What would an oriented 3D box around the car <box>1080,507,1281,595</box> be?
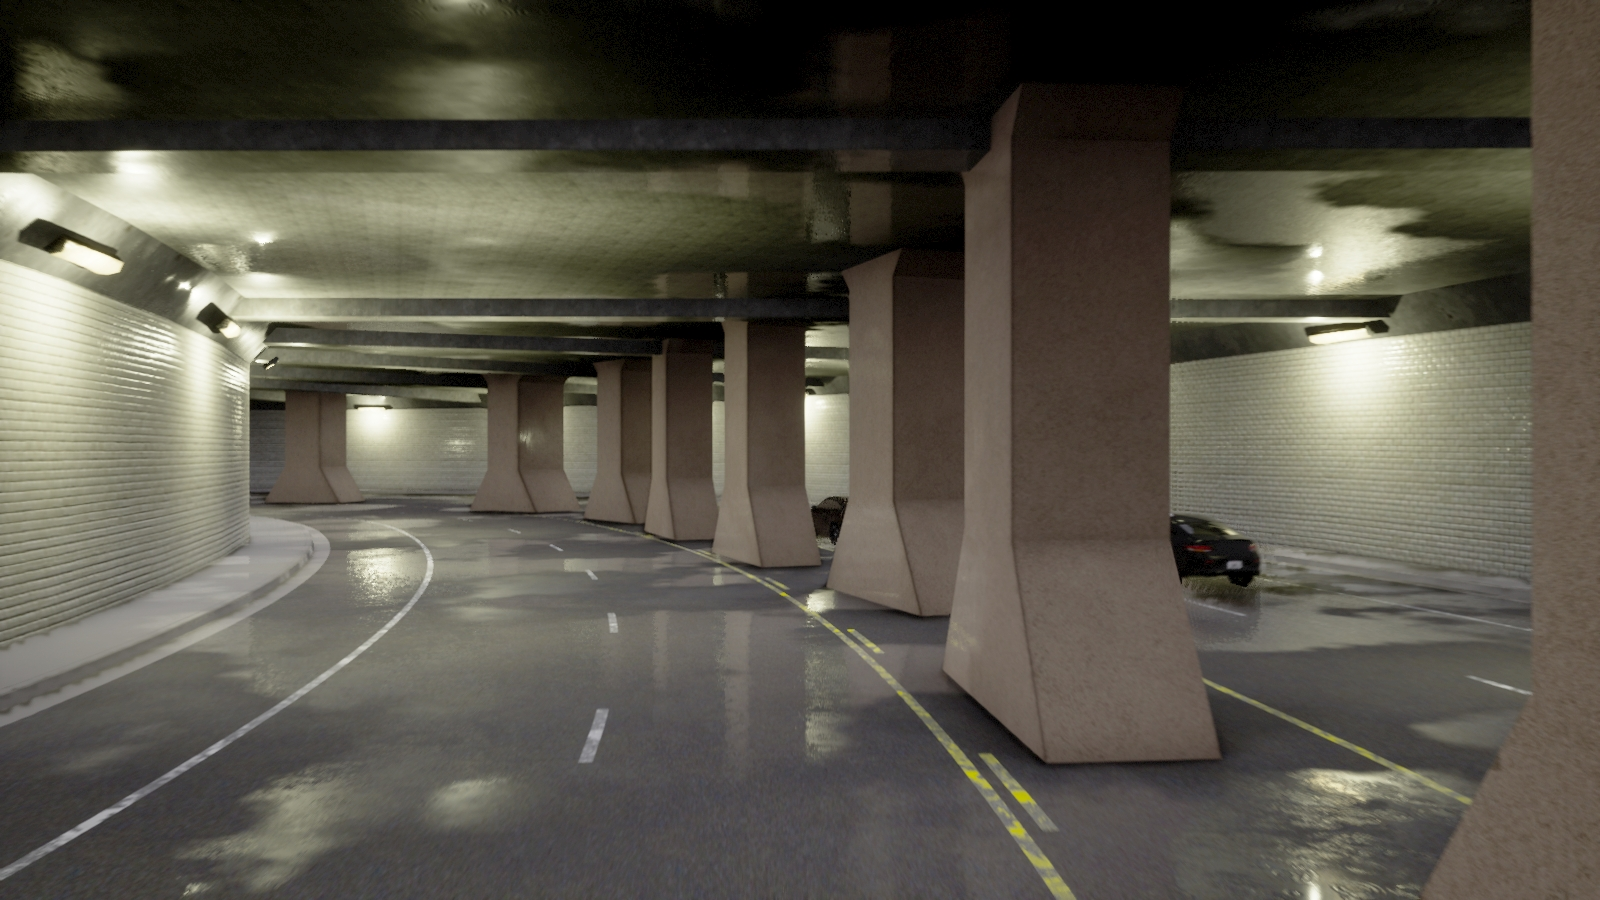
[{"bbox_3d":[8.013,2.081,24.605,2.002,1.442,4.674,0,0,-12],"label":"car"}]
